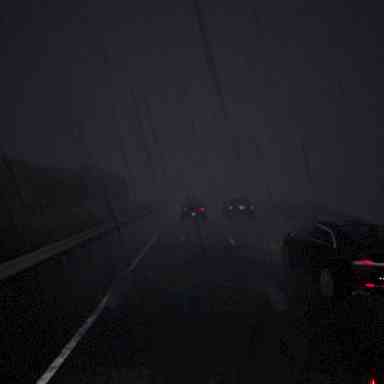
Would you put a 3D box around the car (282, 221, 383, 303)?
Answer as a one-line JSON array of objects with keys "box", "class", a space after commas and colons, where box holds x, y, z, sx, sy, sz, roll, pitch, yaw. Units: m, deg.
[{"box": [3.604, 1.439, 8.058, 2.128, 1.511, 4.902, 0, 0, 0], "class": "car"}]

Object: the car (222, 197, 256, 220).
[{"box": [3.608, 1.181, 26.229, 2.097, 1.767, 4.553, 0, 0, 0], "class": "car"}]

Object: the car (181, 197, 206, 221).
[{"box": [0.097, 1.359, 25.544, 1.812, 1.442, 4.674, 0, 0, 0], "class": "car"}]
